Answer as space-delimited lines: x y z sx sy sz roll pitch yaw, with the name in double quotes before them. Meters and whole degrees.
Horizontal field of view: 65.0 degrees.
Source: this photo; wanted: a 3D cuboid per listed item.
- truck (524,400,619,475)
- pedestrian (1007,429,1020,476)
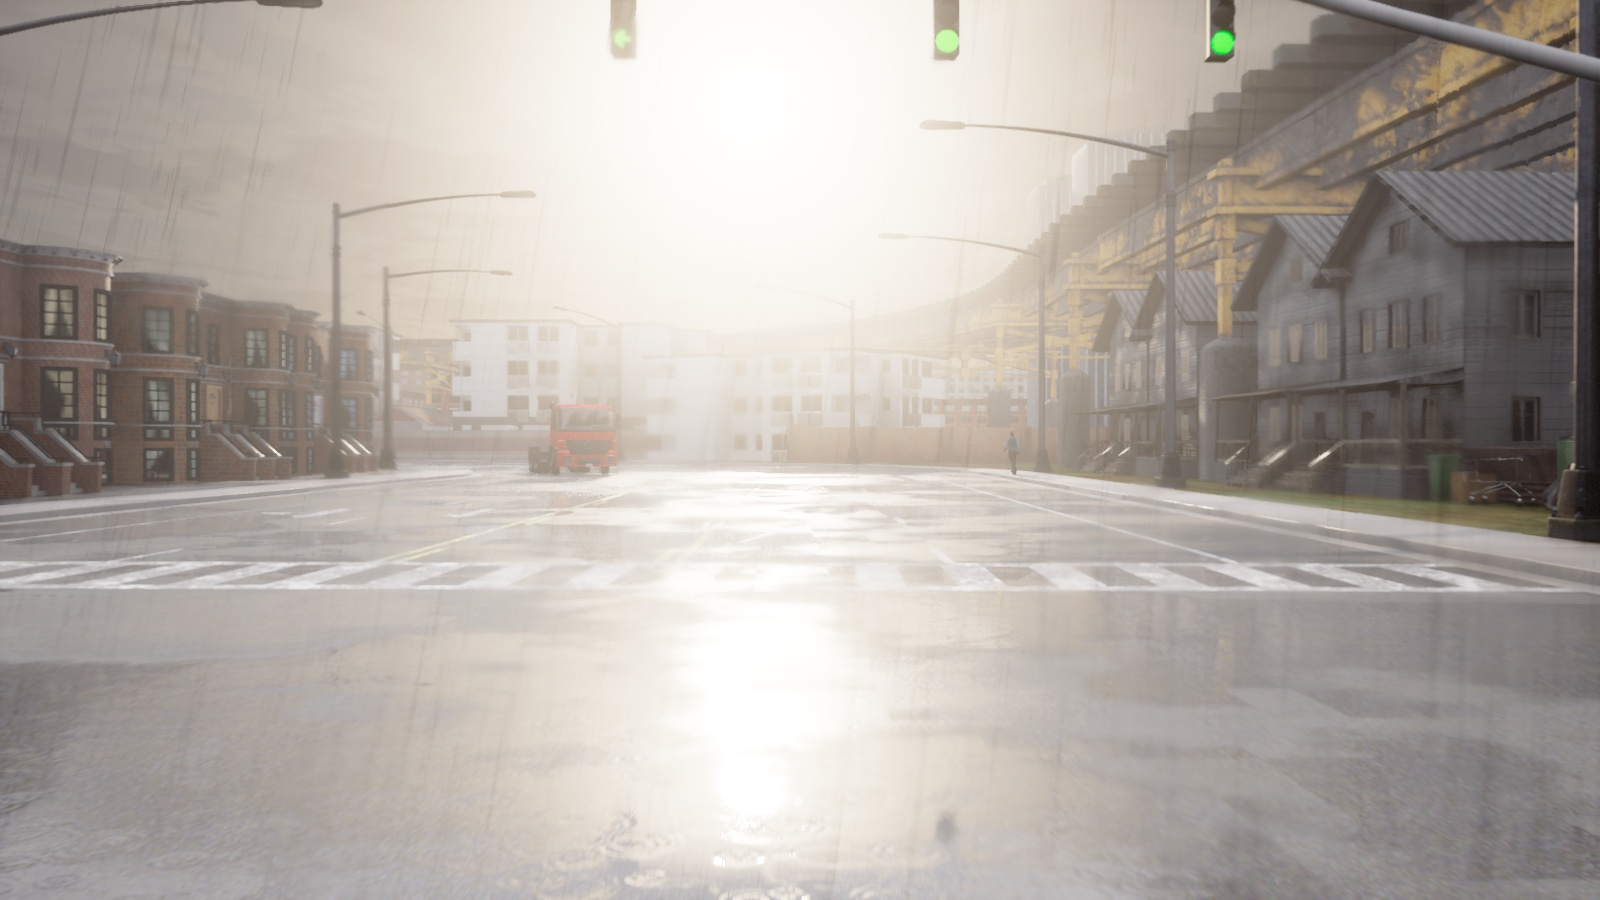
"truck" -11.339 -0.593 61.782 2.891 3.462 7.936 0 0 -23
"pedestrian" 8.854 0.115 52.144 0.396 1.930 0.692 0 0 -2
